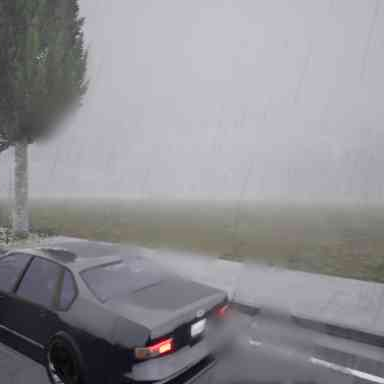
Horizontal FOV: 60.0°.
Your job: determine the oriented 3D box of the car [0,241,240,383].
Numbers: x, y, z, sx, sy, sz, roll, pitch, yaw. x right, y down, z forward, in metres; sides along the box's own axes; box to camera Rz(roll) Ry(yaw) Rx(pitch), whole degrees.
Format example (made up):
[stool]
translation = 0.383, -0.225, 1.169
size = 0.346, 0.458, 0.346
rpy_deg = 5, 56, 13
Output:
[car]
translation = -1.970, 1.503, 5.094
size = 5.357, 1.411, 2.033
rpy_deg = 1, 0, 36
